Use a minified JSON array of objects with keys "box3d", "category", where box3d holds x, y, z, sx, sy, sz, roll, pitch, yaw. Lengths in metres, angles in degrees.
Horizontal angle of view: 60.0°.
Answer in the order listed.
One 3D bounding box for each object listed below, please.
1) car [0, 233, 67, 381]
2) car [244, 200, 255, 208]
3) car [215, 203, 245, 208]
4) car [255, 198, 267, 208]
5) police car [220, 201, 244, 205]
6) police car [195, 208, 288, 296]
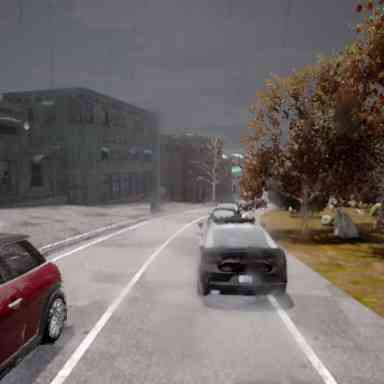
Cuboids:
[{"box3d":[-3.087,1.364,3.410,2.097,1.767,4.553,0,0,1],"category":"car"},{"box3d":[6.694,1.779,44.170,1.895,1.301,4.718,2,0,20],"category":"car"},{"box3d":[1.816,1.602,18.616,1.812,1.442,4.674,1,0,6],"category":"car"},{"box3d":[11.177,1.817,55.425,1.837,1.490,4.892,2,0,26],"category":"car"},{"box3d":[2.640,1.518,24.561,1.930,1.638,5.238,1,0,9],"category":"police car"},{"box3d":[1.116,1.465,8.913,1.930,1.638,5.238,0,0,2],"category":"police car"}]
